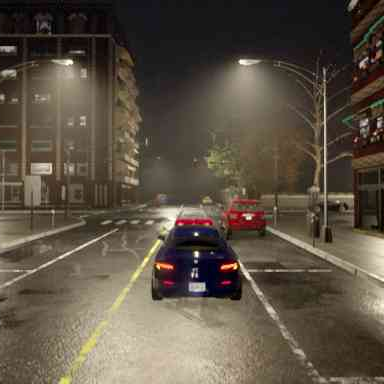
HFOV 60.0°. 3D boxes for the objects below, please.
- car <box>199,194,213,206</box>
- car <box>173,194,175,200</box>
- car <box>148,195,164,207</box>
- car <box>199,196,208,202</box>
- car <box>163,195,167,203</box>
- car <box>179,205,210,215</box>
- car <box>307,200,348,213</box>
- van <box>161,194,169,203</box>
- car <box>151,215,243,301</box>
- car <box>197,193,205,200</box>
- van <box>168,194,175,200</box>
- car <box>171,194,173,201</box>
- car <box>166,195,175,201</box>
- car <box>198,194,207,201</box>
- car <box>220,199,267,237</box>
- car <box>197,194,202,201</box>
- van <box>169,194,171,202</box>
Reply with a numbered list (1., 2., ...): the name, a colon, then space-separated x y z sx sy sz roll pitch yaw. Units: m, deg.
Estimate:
1. car: 2.641 1.537 56.344 1.752 1.417 4.829 1 0 0
2. car: -5.764 1.575 78.325 2.008 1.369 4.403 1 0 0
3. car: -5.733 1.591 50.633 1.802 1.307 4.206 1 0 0
4. car: 2.616 1.591 78.326 1.947 1.339 4.313 1 0 0
5. car: -5.739 1.594 56.170 1.802 1.307 4.206 1 0 0
6. car: 0.081 1.601 17.954 1.895 1.301 4.718 0 0 0
7. car: 15.172 1.593 37.190 4.313 1.339 1.947 0 -1 0
8. van: -5.741 1.355 61.709 1.690 1.788 3.998 1 0 0
9. car: 0.092 1.525 8.210 1.812 1.442 4.674 0 0 0
10. car: 2.602 1.353 94.940 2.192 1.841 5.009 1 0 0
11. van: -5.779 1.379 94.941 1.690 1.788 3.998 1 0 0
12. car: -5.758 1.603 72.787 1.802 1.307 4.206 1 0 0
13. car: -5.776 1.584 89.402 2.008 1.369 4.403 1 0 0
14. car: 2.614 1.344 83.865 2.192 1.841 5.009 1 0 0
15. car: 2.688 1.315 18.143 2.192 1.841 5.009 1 0 0
16. car: 2.623 1.572 72.787 2.008 1.369 4.403 1 0 0
17. van: -5.747 1.358 67.248 1.690 1.788 3.998 1 0 0
